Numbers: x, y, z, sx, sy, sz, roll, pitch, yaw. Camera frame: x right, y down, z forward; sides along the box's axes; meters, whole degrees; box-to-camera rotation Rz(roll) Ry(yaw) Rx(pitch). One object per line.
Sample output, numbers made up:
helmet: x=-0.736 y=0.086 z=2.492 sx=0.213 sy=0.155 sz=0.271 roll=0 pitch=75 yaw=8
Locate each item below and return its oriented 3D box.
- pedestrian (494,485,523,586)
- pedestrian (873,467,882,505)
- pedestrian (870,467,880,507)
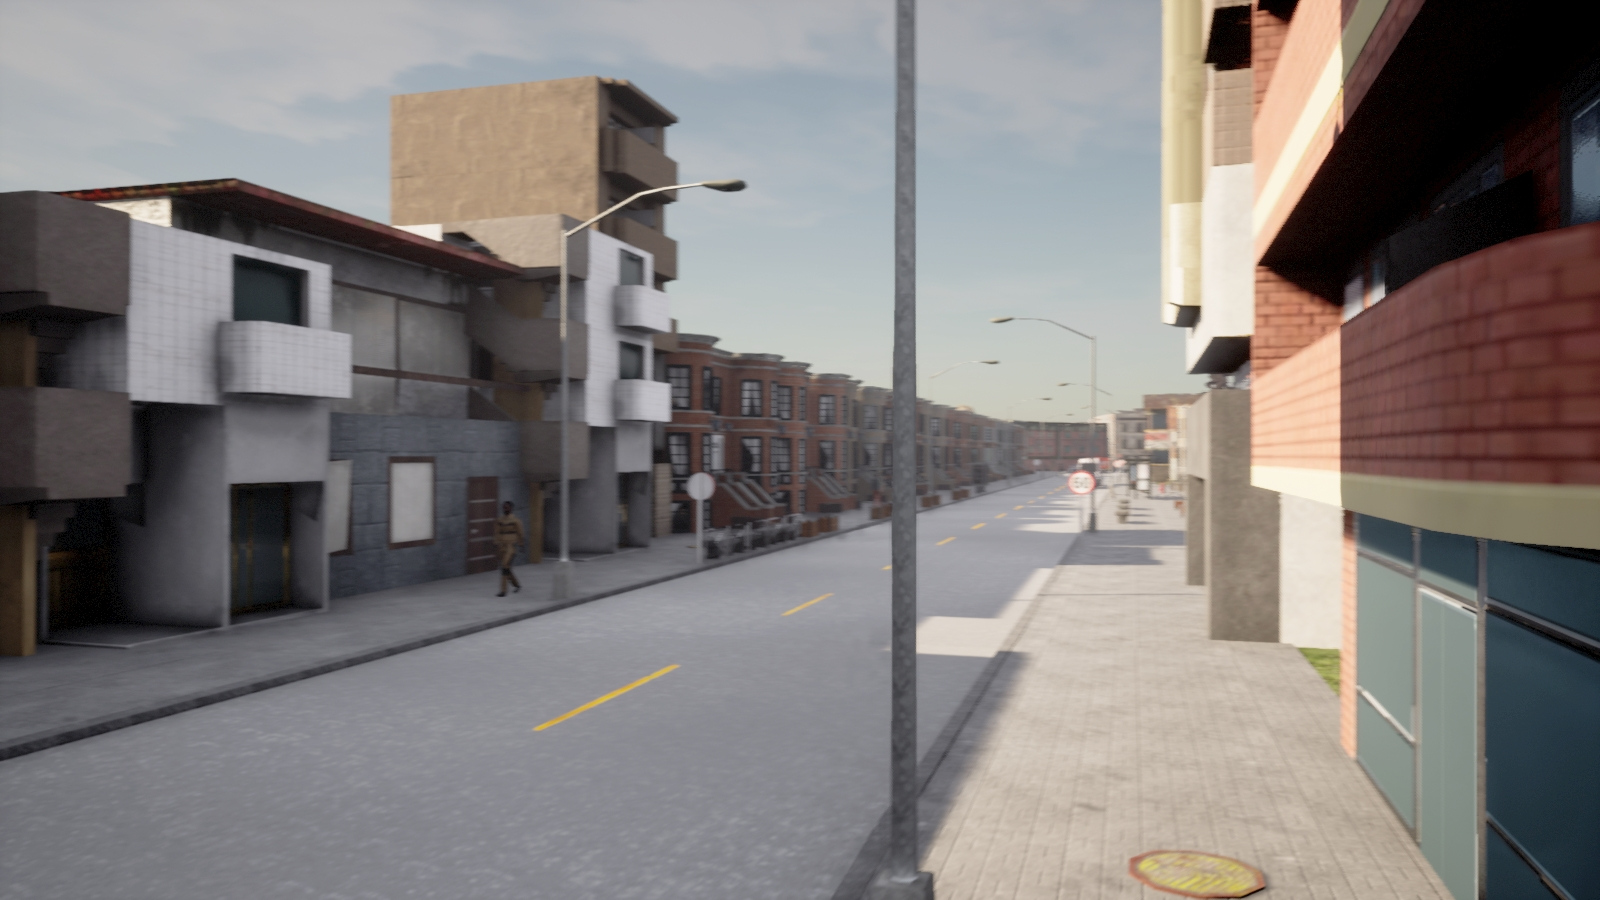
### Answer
pedestrian: x=-5.483 y=1.596 z=21.503 sx=0.375 sy=1.860 sz=0.375 roll=0 pitch=0 yaw=14
pedestrian: x=3.851 y=1.768 z=56.652 sx=0.375 sy=1.860 sz=0.375 roll=0 pitch=0 yaw=14
pedestrian: x=3.570 y=1.758 z=54.381 sx=0.375 sy=1.860 sz=0.375 roll=0 pitch=0 yaw=34
